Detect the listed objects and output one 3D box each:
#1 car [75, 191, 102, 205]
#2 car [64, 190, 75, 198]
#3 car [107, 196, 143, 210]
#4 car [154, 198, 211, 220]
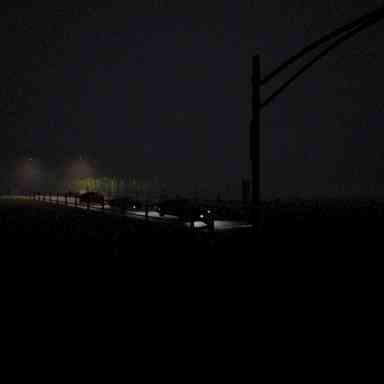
[{"bbox_3d":[-12.444,0.744,41.067,1.882,1.535,5.008,0,1,-35],"label":"car"},{"bbox_3d":[-22.508,0.356,62.019,1.882,1.535,5.008,0,1,-35],"label":"car"},{"bbox_3d":[-6.586,1.052,32.610,1.895,1.301,4.718,0,1,-35],"label":"car"},{"bbox_3d":[-0.854,1.180,24.355,2.033,1.411,5.357,0,1,-35],"label":"car"}]
